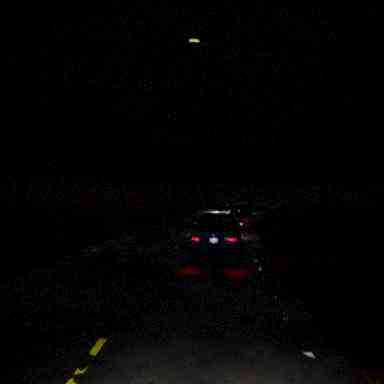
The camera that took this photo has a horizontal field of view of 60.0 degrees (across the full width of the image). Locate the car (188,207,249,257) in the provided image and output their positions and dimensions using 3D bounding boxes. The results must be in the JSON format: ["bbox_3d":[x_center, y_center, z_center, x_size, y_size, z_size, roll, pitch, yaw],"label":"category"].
[{"bbox_3d":[0.986,1.557,12.971,2.033,1.411,5.357,0,0,7],"label":"car"}]

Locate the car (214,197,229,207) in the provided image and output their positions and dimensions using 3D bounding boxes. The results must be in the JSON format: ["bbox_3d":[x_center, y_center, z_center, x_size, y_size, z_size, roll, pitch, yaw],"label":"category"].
[{"bbox_3d":[4.171,1.422,40.907,1.882,1.535,5.008,1,0,19],"label":"car"}]

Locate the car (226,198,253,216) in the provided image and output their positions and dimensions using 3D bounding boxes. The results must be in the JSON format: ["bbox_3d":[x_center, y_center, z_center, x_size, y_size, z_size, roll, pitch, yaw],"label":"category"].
[{"bbox_3d":[4.902,1.530,32.644,1.812,1.442,4.674,1,0,16],"label":"car"}]
